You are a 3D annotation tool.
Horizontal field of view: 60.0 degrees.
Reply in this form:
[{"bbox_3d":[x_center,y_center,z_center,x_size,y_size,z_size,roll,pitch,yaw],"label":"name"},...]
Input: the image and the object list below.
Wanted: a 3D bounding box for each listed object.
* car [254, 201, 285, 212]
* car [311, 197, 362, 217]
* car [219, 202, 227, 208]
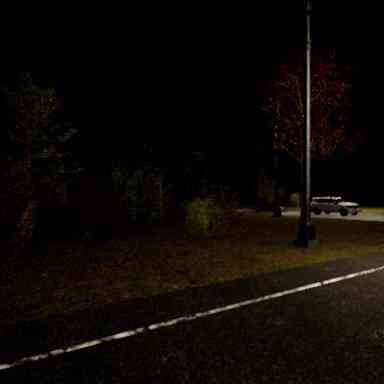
[{"bbox_3d":[10.786,2.014,46.549,1.837,1.490,4.892,-2,0,-31],"label":"car"},{"bbox_3d":[16.109,1.602,37.582,2.150,2.045,5.566,-2,0,-33],"label":"car"},{"bbox_3d":[4.916,2.130,56.400,1.882,1.535,5.008,-2,0,-31],"label":"car"}]
